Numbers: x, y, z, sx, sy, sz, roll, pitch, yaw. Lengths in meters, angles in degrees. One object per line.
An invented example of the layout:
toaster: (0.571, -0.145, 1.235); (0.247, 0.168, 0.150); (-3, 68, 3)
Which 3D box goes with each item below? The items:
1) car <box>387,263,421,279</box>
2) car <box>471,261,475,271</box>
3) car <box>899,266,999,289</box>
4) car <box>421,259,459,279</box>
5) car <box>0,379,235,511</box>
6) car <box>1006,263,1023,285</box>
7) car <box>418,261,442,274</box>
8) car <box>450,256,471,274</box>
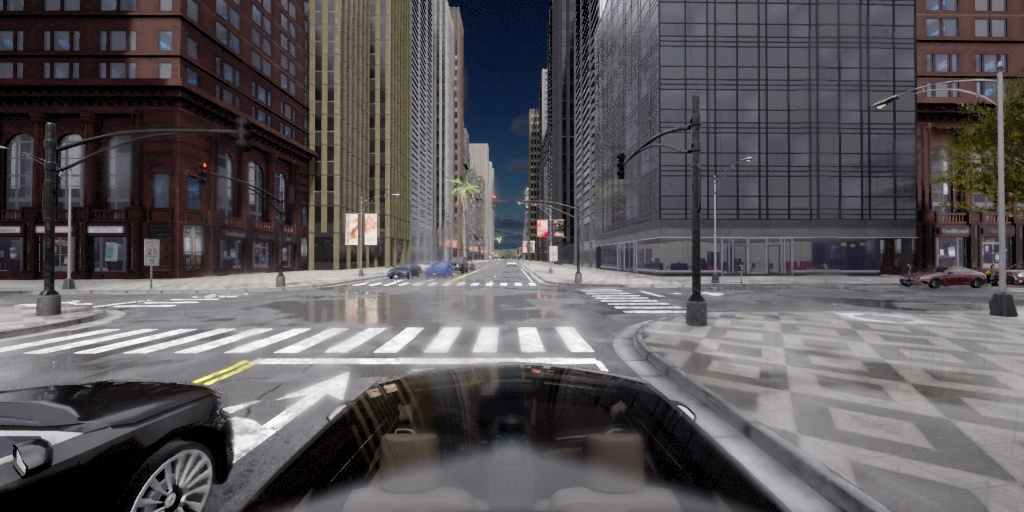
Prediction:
car: (-9.864, 1.361, 33.528); (2.033, 1.411, 5.357); (0, 0, 3)
car: (-6.658, 1.411, 53.956); (1.812, 1.442, 4.674); (0, 0, 0)
car: (26.434, 1.276, 22.006); (4.207, 1.307, 1.802); (0, 0, -1)
car: (-6.644, 1.291, 33.558); (1.882, 1.535, 5.008); (0, 0, 2)
car: (-3.138, 1.241, 0.918); (2.128, 1.511, 4.902); (0, 0, -1)
car: (32.072, 1.118, 22.102); (4.097, 1.591, 1.967); (0, 0, -1)
car: (-9.914, 1.371, 43.715); (1.812, 1.442, 4.674); (0, 0, 0)
car: (-6.660, 1.067, 43.666); (2.150, 2.045, 5.566); (0, 0, 0)
